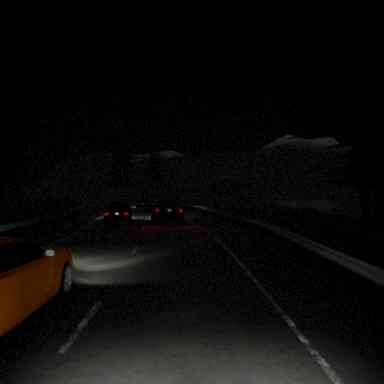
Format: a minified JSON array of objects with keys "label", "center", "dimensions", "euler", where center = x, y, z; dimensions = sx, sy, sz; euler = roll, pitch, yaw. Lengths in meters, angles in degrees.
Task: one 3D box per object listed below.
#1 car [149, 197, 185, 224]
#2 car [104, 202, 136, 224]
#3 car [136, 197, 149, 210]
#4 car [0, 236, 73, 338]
[{"label":"car","center":[-1.813,1.247,23.933],"dimensions":[2.097,1.767,4.553],"euler":[0,0,-9]},{"label":"car","center":[-5.248,1.448,23.797],"dimensions":[2.033,1.411,5.357],"euler":[0,0,-10]},{"label":"car","center":[-5.789,1.374,40.843],"dimensions":[2.033,1.411,5.357],"euler":[0,0,-17]},{"label":"car","center":[-3.546,1.457,5.476],"dimensions":[1.882,1.535,5.008],"euler":[0,0,-2]}]
